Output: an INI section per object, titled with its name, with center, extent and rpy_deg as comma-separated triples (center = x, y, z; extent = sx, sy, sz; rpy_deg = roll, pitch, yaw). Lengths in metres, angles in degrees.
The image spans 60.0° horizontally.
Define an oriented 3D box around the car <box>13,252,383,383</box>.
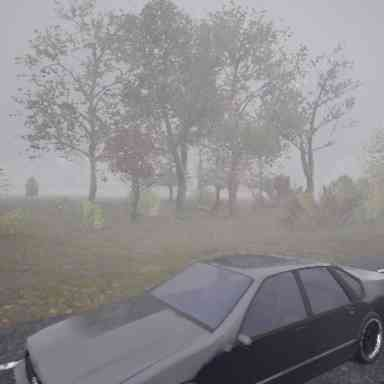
[car]
center = 0.769, 1.570, 4.338
extent = 5.357, 1.411, 2.033
rpy_deg = 0, 0, -35
